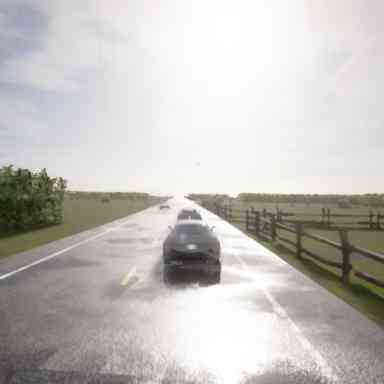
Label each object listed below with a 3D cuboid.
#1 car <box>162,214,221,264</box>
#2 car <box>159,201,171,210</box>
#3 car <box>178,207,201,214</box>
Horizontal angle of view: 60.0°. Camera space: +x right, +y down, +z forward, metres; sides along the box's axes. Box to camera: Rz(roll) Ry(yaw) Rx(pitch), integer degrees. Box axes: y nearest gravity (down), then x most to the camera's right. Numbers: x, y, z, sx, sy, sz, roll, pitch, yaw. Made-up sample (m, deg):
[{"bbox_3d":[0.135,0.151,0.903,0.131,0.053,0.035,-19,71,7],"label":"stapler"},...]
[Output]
[{"bbox_3d":[-0.009,1.739,12.575,1.994,1.385,4.181,0,-1,0],"label":"car"},{"bbox_3d":[-4.563,2.277,56.657,2.033,1.411,5.357,0,-1,-1],"label":"car"},{"bbox_3d":[-0.213,1.937,27.624,1.994,1.385,4.181,0,-1,-1],"label":"car"}]
